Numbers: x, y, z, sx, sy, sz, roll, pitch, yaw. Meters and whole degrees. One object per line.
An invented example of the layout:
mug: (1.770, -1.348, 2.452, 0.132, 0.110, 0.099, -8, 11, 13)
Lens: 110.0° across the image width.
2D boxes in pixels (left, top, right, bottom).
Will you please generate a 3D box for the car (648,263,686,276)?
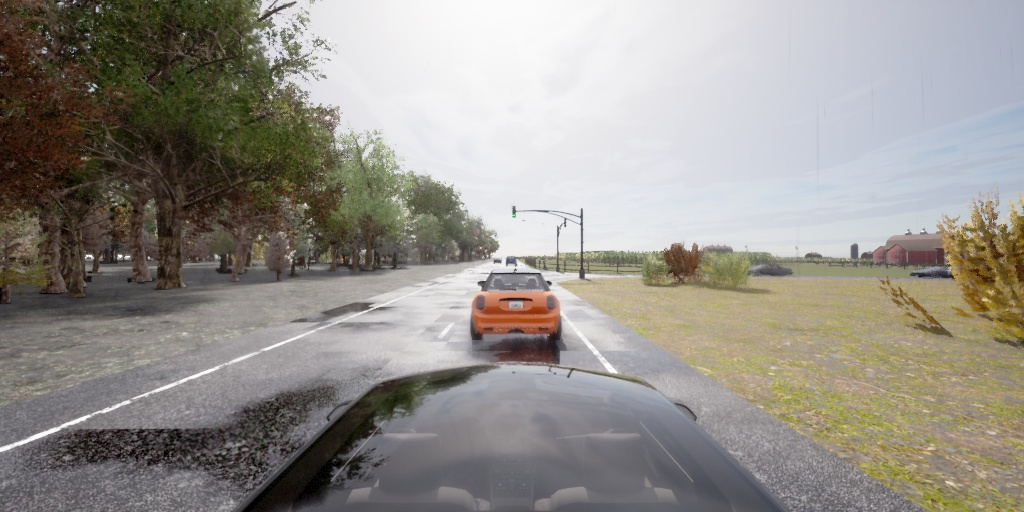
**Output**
car: (17.908, 1.495, 41.326, 4.902, 1.511, 2.128, 1, -1, 1)

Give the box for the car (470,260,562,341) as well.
car: (0.084, 1.103, 10.037, 2.097, 1.767, 4.553, 0, 0, 0)

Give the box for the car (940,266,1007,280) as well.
car: (48.898, 1.772, 37.610, 4.902, 1.511, 2.128, 1, -1, 1)

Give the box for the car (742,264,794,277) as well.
car: (29.217, 1.673, 41.283, 5.357, 1.411, 2.033, 1, -1, 0)

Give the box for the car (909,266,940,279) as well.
car: (49.205, 1.892, 41.178, 5.357, 1.411, 2.033, 1, -1, 1)
